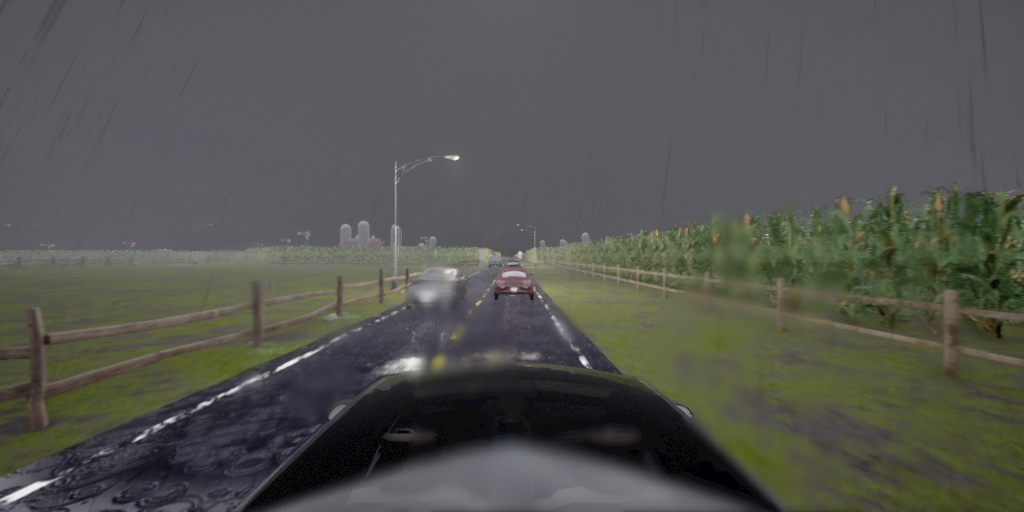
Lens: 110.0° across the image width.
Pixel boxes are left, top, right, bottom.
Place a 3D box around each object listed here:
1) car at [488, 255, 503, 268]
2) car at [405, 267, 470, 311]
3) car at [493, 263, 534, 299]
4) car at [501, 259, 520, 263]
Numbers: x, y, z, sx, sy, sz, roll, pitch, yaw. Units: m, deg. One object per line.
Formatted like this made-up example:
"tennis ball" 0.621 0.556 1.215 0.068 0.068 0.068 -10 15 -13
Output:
"car" -2.785 0.932 60.952 2.150 2.045 5.566 0 0 0
"car" -2.857 1.237 14.552 2.128 1.511 4.902 0 0 0
"car" 0.088 1.270 17.751 1.812 1.442 4.674 0 0 0
"car" 0.079 1.236 36.068 1.837 1.490 4.892 0 0 0
